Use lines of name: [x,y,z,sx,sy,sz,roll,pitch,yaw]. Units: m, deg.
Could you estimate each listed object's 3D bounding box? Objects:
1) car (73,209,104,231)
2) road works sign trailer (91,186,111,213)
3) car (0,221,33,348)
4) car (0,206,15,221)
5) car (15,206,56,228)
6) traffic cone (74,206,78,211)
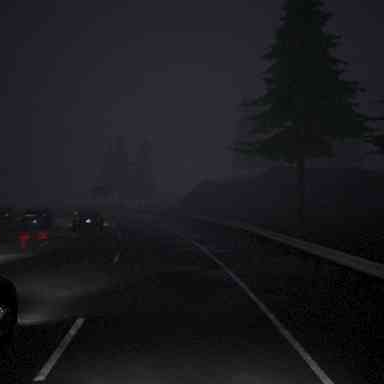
car: [-7.208,1.862,23.167,1.994,1.385,4.181,0,-1,-17]
road works sign trailer: [-12.390,1.032,44.579,2.380,3.560,2.880,0,-1,-34]
car: [-3.793,1.408,3.503,2.097,1.767,4.553,0,-1,-2]
car: [-16.586,1.950,29.139,2.033,1.411,5.357,0,-1,-23]
car: [-11.370,1.825,24.839,2.128,1.511,4.902,0,-1,-17]
traffic cone: [-17.513,2.600,49.552,0.340,0.580,0.340,0,-1,-34]
